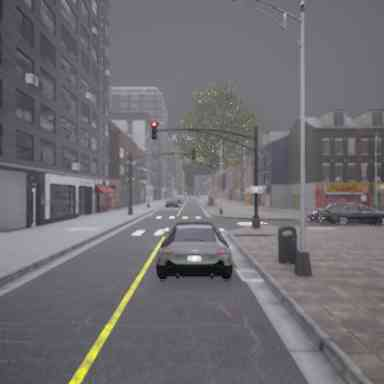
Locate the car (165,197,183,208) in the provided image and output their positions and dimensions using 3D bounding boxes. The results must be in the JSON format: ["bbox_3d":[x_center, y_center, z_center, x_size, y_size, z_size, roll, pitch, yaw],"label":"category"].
[{"bbox_3d":[-2.891,1.629,49.170,2.033,1.411,5.357,0,0,0],"label":"car"}]

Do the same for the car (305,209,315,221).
[{"bbox_3d":[10.895,1.552,25.752,4.097,1.590,1.967,0,-1,0],"label":"car"}]

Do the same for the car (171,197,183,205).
[{"bbox_3d":[-2.839,1.665,65.384,2.033,1.411,5.357,0,0,0],"label":"car"}]

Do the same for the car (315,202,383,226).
[{"bbox_3d":[11.564,1.610,23.172,4.892,1.490,1.837,0,-1,1],"label":"car"}]

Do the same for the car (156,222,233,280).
[{"bbox_3d":[0.070,1.577,10.000,1.994,1.385,4.181,0,0,0],"label":"car"}]
